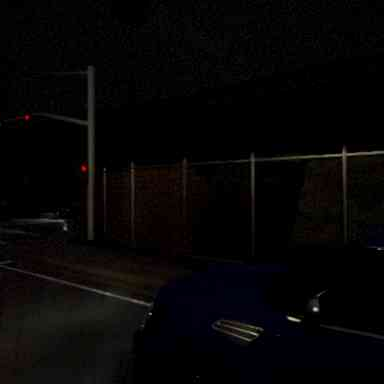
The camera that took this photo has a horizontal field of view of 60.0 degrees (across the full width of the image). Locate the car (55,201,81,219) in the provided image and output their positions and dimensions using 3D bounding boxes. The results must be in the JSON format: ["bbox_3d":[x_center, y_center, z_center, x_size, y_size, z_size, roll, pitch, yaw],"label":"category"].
[{"bbox_3d":[-10.033,1.567,30.262,1.837,1.490,4.892,0,0,35],"label":"car"}]

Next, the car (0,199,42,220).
[{"bbox_3d":[-15.547,1.415,28.659,2.097,1.767,4.553,0,0,37],"label":"car"}]

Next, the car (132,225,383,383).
[{"bbox_3d":[2.062,1.225,2.520,5.566,2.045,2.150,1,0,35],"label":"car"}]
